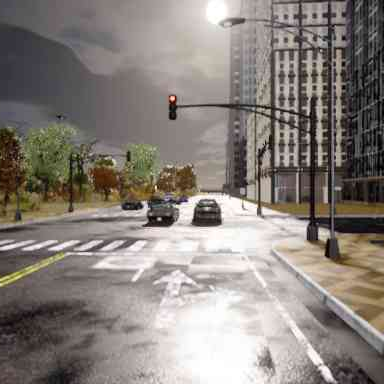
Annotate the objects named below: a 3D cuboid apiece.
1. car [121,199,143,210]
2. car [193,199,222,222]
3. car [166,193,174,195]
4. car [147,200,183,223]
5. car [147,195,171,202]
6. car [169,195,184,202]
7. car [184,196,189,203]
[{"bbox_3d":[-7.489,1.577,42.091,1.994,1.385,4.181,0,0,5],"label":"car"},{"bbox_3d":[1.283,1.330,26.564,2.097,1.767,4.553,1,0,4],"label":"car"},{"bbox_3d":[-4.953,1.255,72.225,2.150,2.045,5.566,0,0,5],"label":"car"},{"bbox_3d":[-2.089,1.577,25.434,1.895,1.301,4.718,0,0,4],"label":"car"},{"bbox_3d":[-4.263,1.519,41.668,1.837,1.490,4.892,0,0,5],"label":"car"},{"bbox_3d":[-3.025,1.590,56.790,1.994,1.385,4.181,0,0,5],"label":"car"},{"bbox_3d":[-1.681,1.508,72.364,1.882,1.535,5.008,0,0,5],"label":"car"}]
